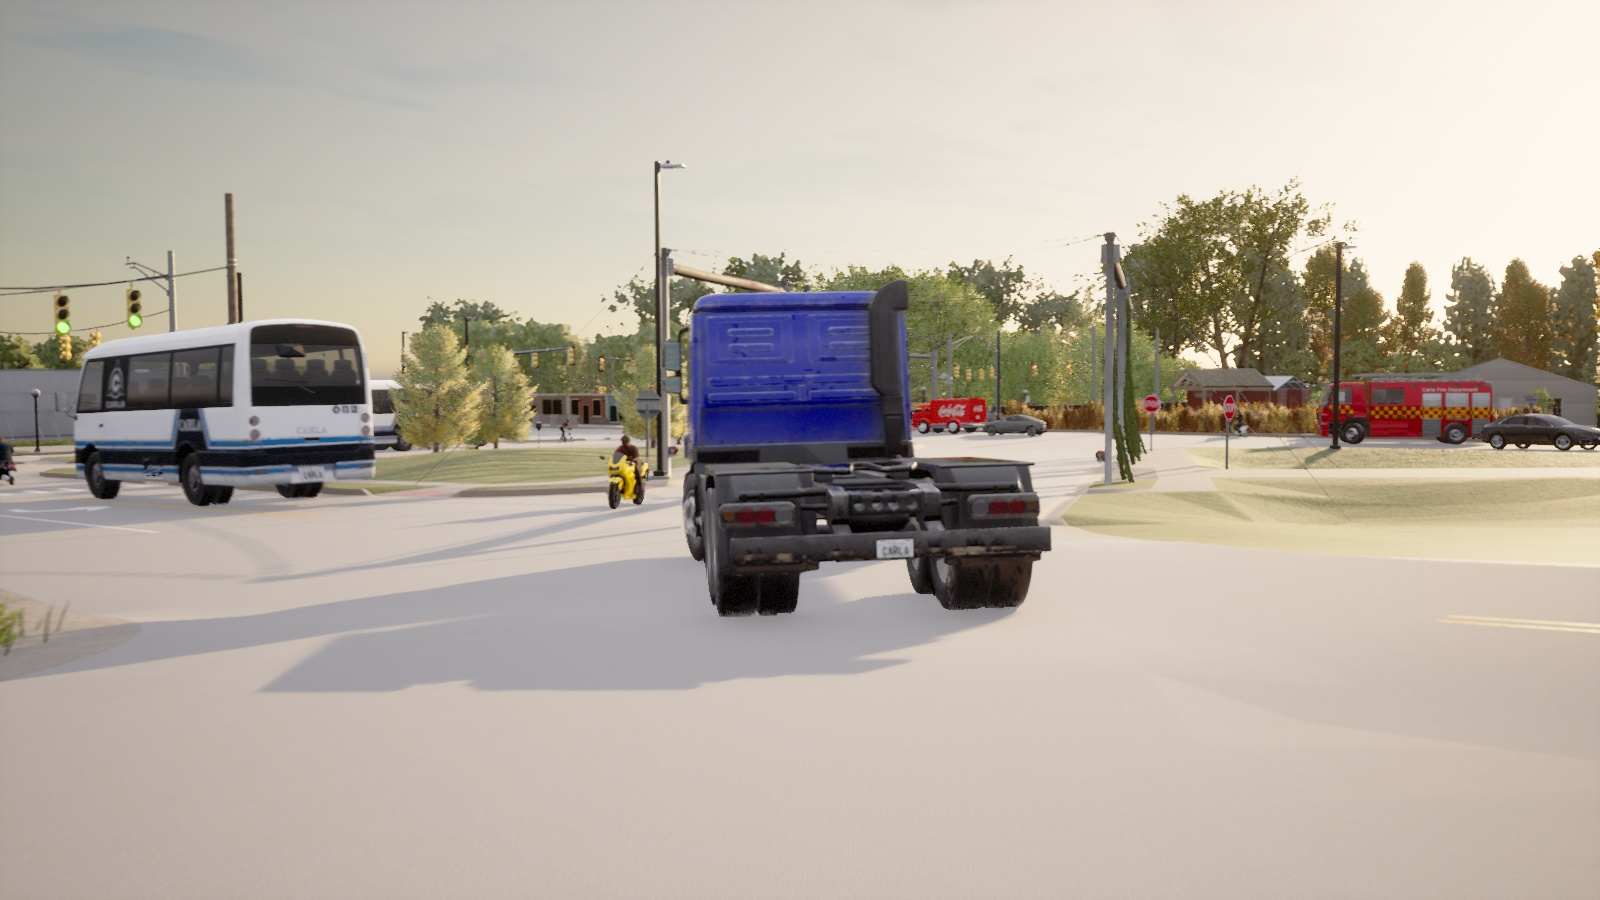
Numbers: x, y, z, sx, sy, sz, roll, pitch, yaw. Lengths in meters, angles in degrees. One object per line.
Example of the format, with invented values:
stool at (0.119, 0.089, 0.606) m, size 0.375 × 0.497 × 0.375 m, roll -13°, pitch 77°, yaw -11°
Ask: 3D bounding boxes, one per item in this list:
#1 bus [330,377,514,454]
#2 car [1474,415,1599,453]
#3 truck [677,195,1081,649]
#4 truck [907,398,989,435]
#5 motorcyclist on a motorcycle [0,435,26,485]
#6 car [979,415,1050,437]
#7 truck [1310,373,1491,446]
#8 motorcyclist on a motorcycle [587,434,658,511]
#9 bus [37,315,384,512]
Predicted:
bus at (-22.870, -2.225, 76.693) m, size 3.944 × 4.253 × 10.273 m, roll 1°, pitch 4°, yaw 37°
car at (31.264, -0.694, 52.894) m, size 1.837 × 1.490 × 4.892 m, roll -1°, pitch 1°, yaw -26°
truck at (0.260, -0.310, 13.719) m, size 2.891 × 3.462 × 7.936 m, roll -2°, pitch 1°, yaw -7°
truck at (10.546, -2.389, 89.716) m, size 5.204 × 2.467 × 2.627 m, roll 0°, pitch 3°, yaw 40°
motorcyclist on a motorcycle at (-26.431, 0.322, 41.485) m, size 1.817 × 1.590 × 0.866 m, roll 1°, pitch 3°, yaw 40°
car at (14.056, -1.598, 82.446) m, size 4.181 × 1.385 × 1.994 m, roll 1°, pitch 4°, yaw 27°
truck at (32.512, -2.197, 68.399) m, size 8.468 × 3.827 × 2.891 m, roll 1°, pitch 2°, yaw 16°
motorcyclist on a motorcycle at (-3.673, 0.449, 26.156) m, size 0.797 × 1.523 × 2.044 m, roll 1°, pitch 1°, yaw 12°
bus at (-15.228, -0.900, 31.909) m, size 10.273 × 4.253 × 3.944 m, roll 0°, pitch 3°, yaw 41°
